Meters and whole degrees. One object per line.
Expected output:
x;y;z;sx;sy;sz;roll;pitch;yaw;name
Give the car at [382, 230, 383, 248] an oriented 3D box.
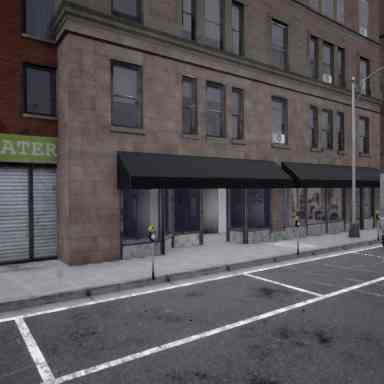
9.199;1.540;13.104;4.507;1.381;1.887;0;-1;-35;car
